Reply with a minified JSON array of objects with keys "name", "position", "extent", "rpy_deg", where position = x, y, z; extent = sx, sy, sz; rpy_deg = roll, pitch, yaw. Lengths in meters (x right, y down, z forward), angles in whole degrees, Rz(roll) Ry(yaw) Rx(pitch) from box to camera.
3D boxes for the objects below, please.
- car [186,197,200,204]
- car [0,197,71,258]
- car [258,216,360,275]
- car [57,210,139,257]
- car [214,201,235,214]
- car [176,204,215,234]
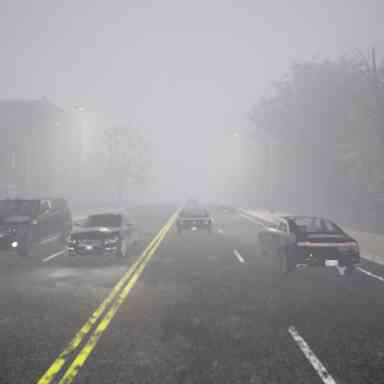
[{"name":"car","position":[0.133,1.484,51.338],"extent":[2.128,1.511,4.902],"rpy_deg":[0,0,0]},{"name":"car","position":[-6.492,1.218,13.034],"extent":[2.150,2.045,5.566],"rpy_deg":[0,0,0]},{"name":"car","position":[3.357,1.490,10.405],"extent":[2.128,1.511,4.902],"rpy_deg":[0,0,0]},{"name":"car","position":[-3.243,1.520,12.910],"extent":[1.837,1.490,4.892],"rpy_deg":[0,0,0]},{"name":"car","position":[3.372,1.594,35.175],"extent":[1.895,1.301,4.718],"rpy_deg":[0,0,0]},{"name":"car","position":[0.113,1.598,19.375],"extent":[1.895,1.301,4.718],"rpy_deg":[0,0,0]}]
